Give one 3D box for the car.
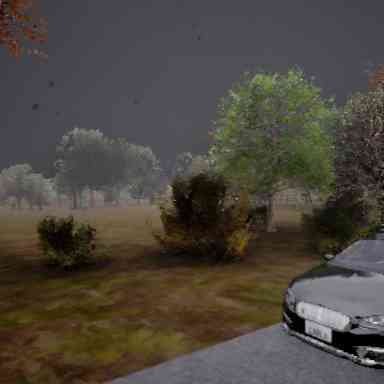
[{"bbox_3d":[3.587,1.499,5.637,4.902,1.511,2.128,0,0,-36],"label":"car"}]
